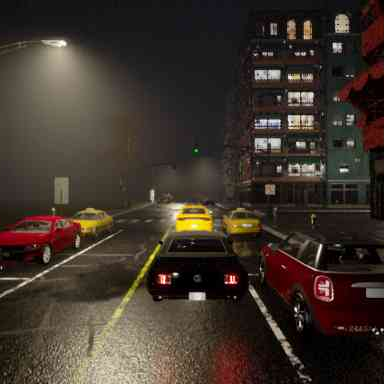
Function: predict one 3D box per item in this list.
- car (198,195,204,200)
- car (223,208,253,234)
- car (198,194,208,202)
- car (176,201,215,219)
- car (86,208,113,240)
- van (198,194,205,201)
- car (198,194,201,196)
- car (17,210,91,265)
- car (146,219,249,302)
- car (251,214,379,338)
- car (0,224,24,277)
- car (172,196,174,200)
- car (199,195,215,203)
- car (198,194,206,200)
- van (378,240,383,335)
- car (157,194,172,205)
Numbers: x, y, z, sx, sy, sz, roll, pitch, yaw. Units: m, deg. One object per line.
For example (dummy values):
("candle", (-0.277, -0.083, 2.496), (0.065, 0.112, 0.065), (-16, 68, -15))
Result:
("car", (2.578, 1.555, 95.664), (1.752, 1.417, 4.829), (1, 0, 0))
("car", (2.575, 1.530, 17.861), (1.752, 1.417, 4.829), (1, 0, 0))
("car", (2.580, 1.338, 78.510), (2.192, 1.841, 5.009), (1, 0, 0))
("car", (0.105, 1.482, 18.425), (1.882, 1.535, 5.008), (0, 0, 0))
("car", (-5.305, 1.529, 17.094), (1.752, 1.417, 4.829), (1, 0, 0))
("van", (2.580, 1.369, 89.832), (1.690, 1.788, 3.998), (1, 0, 0))
("car", (2.577, 1.587, 72.849), (1.947, 1.339, 4.313), (1, 0, 0))
("car", (-5.306, 1.547, 11.728), (1.887, 1.381, 4.507), (1, 0, 0))
("car", (0.101, 1.603, 8.243), (1.895, 1.301, 4.718), (0, 0, 0))
("car", (2.575, 1.442, 6.601), (1.967, 1.590, 4.097), (1, 0, 0))
("car", (-5.306, 1.552, 6.192), (2.008, 1.369, 4.403), (1, 0, 0))
("car", (-5.301, 1.334, 66.705), (2.192, 1.841, 5.009), (1, 0, 0))
("car", (2.576, 1.565, 50.205), (2.008, 1.369, 4.403), (1, 0, 0))
("car", (2.576, 1.599, 61.527), (1.802, 1.307, 4.206), (1, 0, 0))
("van", (2.576, 1.341, 1.056), (1.690, 1.788, 3.998), (1, 0, 0))
("car", (-5.303, 1.457, 61.051), (1.967, 1.590, 4.097), (1, 0, 0))
